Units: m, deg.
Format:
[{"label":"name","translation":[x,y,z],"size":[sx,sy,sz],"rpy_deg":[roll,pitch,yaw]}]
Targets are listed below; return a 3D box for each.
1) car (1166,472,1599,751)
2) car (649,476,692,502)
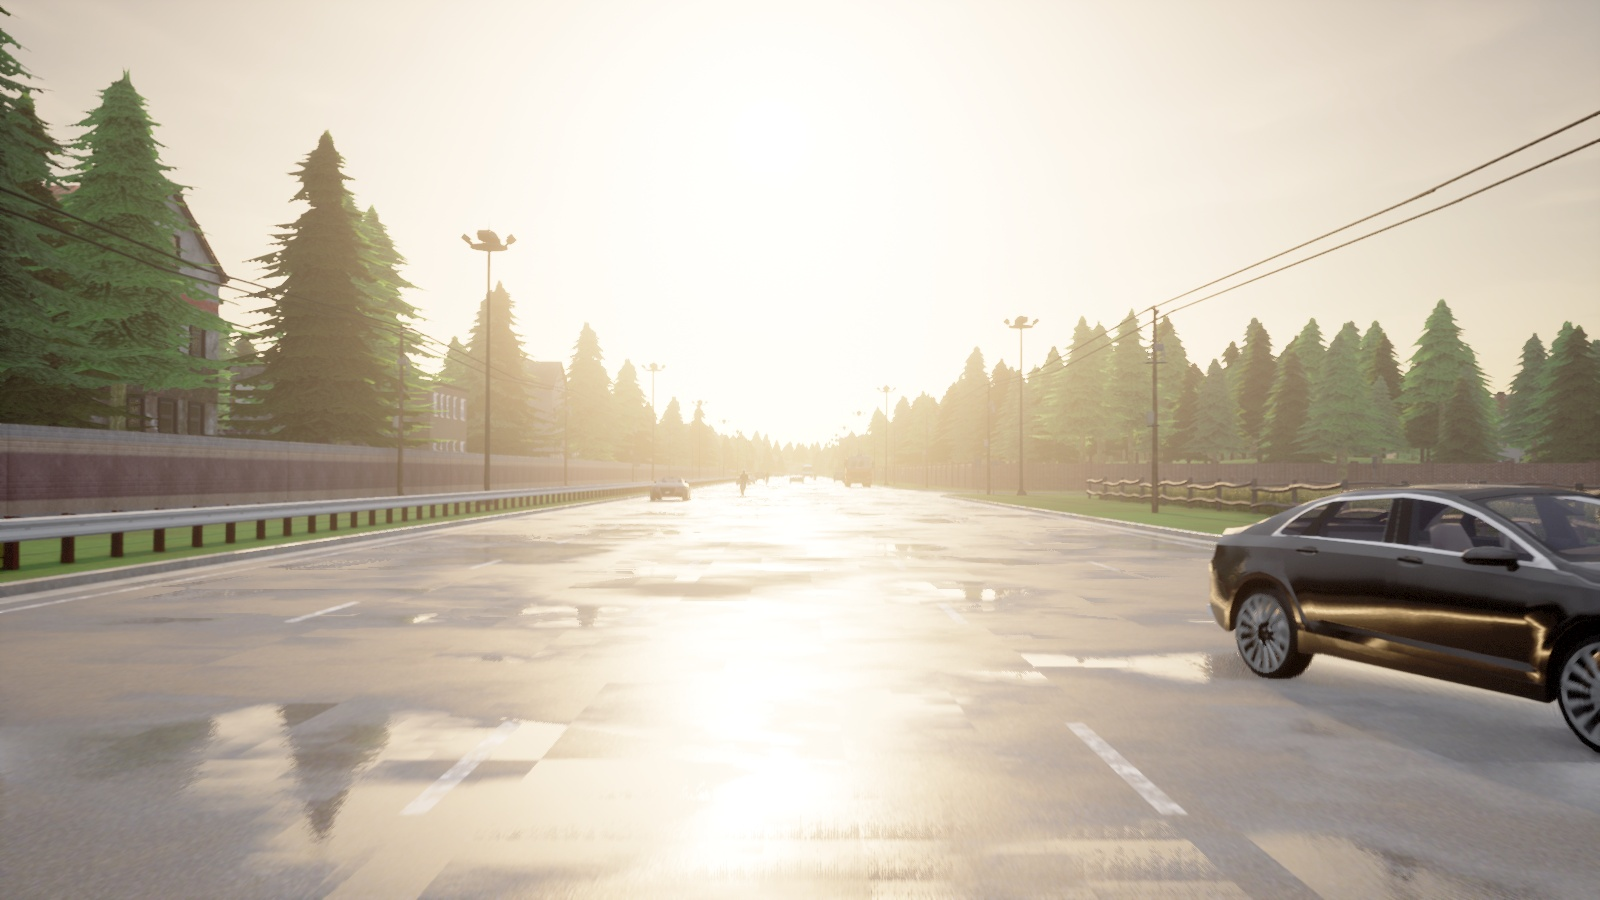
[{"label":"car","translation":[4.878,0.910,8.599],"size":[2.128,1.511,4.902],"rpy_deg":[0,-1,-19]},{"label":"car","translation":[-7.172,2.180,70.006],"size":[1.994,1.385,4.181],"rpy_deg":[0,-1,0]}]
